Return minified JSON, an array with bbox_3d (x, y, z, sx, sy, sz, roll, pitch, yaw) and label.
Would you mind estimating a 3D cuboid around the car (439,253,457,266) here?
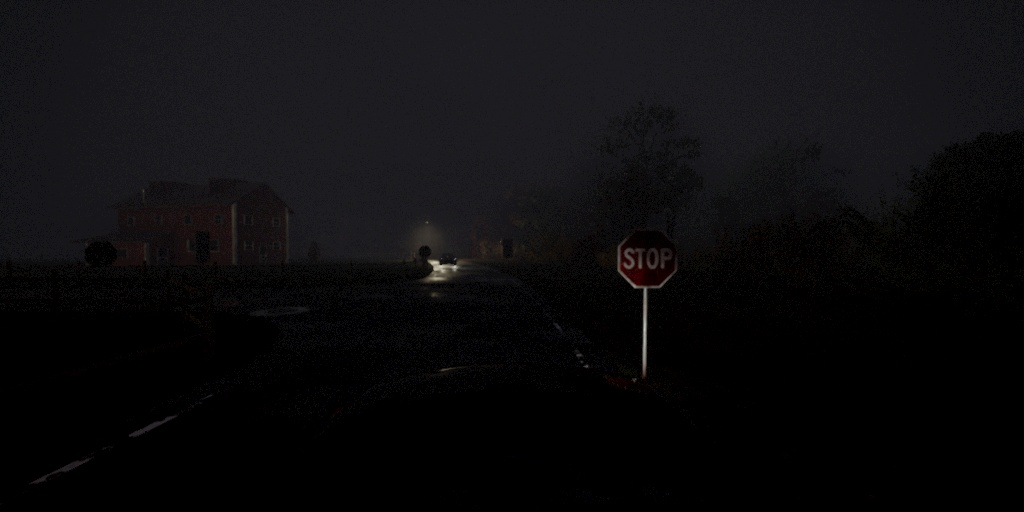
[{"bbox_3d":[-8.383,0.354,46.790,2.097,1.767,4.553,0,1,-14],"label":"car"}]
